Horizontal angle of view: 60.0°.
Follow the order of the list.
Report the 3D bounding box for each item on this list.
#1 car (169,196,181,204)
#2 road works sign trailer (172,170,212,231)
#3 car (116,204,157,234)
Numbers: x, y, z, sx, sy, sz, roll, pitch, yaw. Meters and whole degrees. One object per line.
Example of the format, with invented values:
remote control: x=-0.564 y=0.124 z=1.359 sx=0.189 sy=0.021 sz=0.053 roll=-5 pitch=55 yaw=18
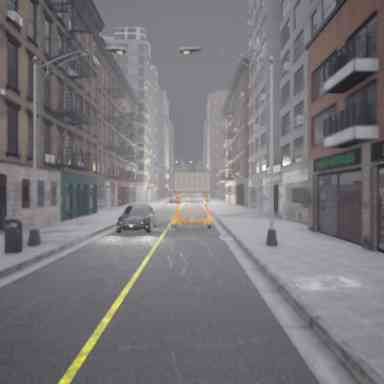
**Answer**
car: x=-3.045 y=1.469 z=59.711 sx=1.994 sy=1.385 sz=4.181 roll=0 pitch=0 yaw=1
road works sign trailer: x=0.007 y=0.441 z=20.434 sx=2.380 sy=3.560 sz=2.880 roll=0 pitch=0 yaw=0
car: x=-3.099 y=1.483 z=19.335 sx=1.837 sy=1.490 sz=4.892 roll=0 pitch=0 yaw=0
